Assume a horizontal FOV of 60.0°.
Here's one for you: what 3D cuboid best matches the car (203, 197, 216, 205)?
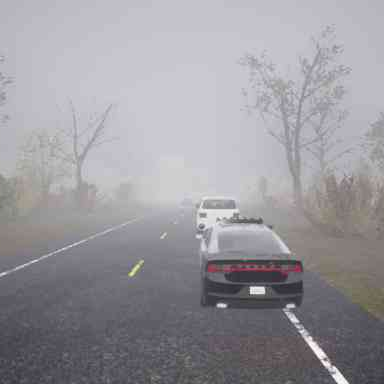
[{"bbox_3d":[3.376,1.709,63.435,2.033,1.411,5.357,0,0,6],"label":"car"}]

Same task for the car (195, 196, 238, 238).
[{"bbox_3d":[1.366,1.233,17.970,2.150,2.045,5.566,0,0,2],"label":"car"}]

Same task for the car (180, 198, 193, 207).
[{"bbox_3d":[-0.802,1.671,55.880,2.033,1.411,5.357,0,0,5],"label":"car"}]

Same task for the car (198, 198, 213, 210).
[{"bbox_3d":[1.927,1.584,46.354,1.837,1.490,4.892,0,0,5],"label":"car"}]

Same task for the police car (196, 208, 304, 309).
[{"bbox_3d":[1.127,1.428,8.097,1.930,1.638,5.238,0,0,1],"label":"police car"}]

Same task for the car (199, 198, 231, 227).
[{"bbox_3d":[1.582,1.366,23.880,2.097,1.767,4.553,0,0,2],"label":"car"}]
